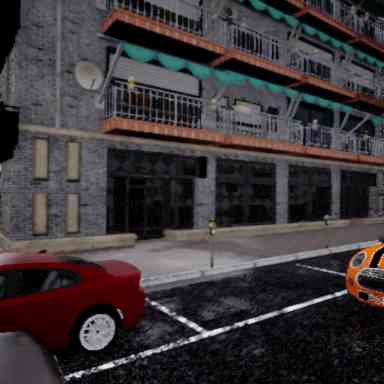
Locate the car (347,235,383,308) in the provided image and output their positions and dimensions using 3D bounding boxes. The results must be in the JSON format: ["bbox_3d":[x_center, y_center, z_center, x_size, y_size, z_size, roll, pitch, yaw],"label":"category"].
[{"bbox_3d":[5.367,1.388,7.193,4.553,1.767,2.097,0,0,-35],"label":"car"}]

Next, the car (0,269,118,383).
[{"bbox_3d":[-3.137,1.539,1.142,5.357,1.411,2.033,0,0,-36],"label":"car"}]

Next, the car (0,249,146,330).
[{"bbox_3d":[-2.832,1.546,4.529,4.507,1.381,1.887,0,0,-35],"label":"car"}]
